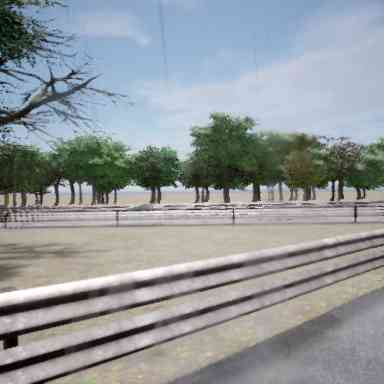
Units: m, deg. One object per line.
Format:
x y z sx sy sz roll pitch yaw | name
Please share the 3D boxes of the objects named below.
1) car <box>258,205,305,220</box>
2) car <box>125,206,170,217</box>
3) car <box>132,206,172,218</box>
9.075 2.031 33.740 4.674 1.442 1.812 -1 0 4 | car
-5.274 2.378 38.226 4.892 1.490 1.837 -1 0 4 | car
-5.003 2.471 41.716 4.718 1.301 1.895 -1 0 4 | car
